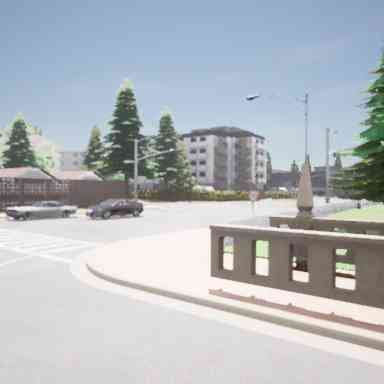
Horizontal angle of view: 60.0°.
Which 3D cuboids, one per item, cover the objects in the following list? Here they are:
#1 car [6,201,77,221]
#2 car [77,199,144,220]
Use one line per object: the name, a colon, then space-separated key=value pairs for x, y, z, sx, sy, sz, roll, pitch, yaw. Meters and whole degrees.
car: x=-11.123 y=1.352 z=24.810 sx=1.895 sy=1.301 sz=4.718 roll=1 pitch=1 yaw=38
car: x=-5.923 y=1.272 z=25.812 sx=2.128 sy=1.511 sz=4.902 roll=1 pitch=1 yaw=38
